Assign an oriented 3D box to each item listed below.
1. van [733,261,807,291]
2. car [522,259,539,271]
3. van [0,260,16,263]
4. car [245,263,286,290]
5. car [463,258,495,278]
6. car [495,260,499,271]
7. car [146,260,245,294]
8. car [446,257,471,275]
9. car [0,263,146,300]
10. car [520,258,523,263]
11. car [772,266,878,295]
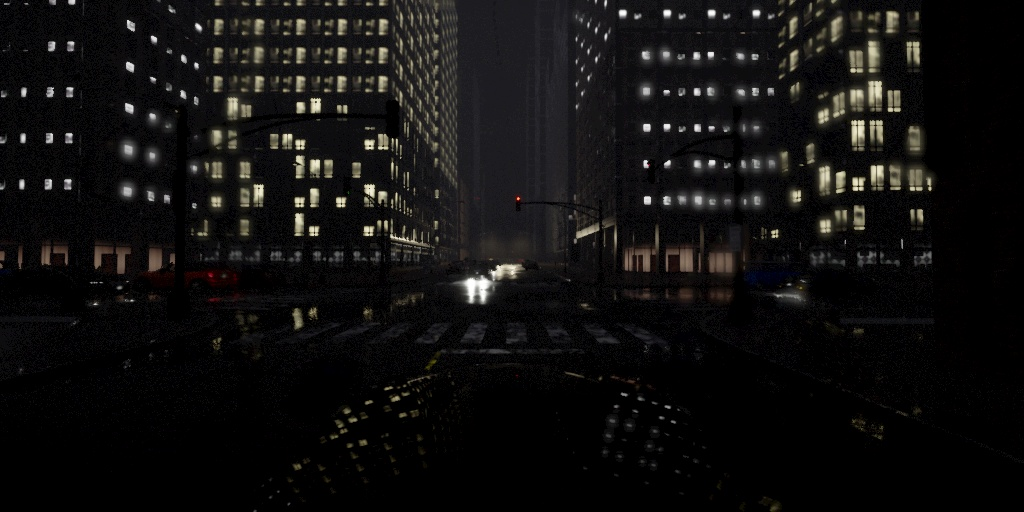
[{"bbox_3d":[15.983,1.210,22.155,3.998,1.789,1.690,0,0,0],"label":"van"},{"bbox_3d":[2.693,1.349,48.878,1.802,1.307,4.207,0,0,0],"label":"car"},{"bbox_3d":[-33.437,1.131,22.270,3.998,1.789,1.690,0,0,0],"label":"van"},{"bbox_3d":[-16.491,1.254,22.231,4.097,1.591,1.967,0,0,0],"label":"car"},{"bbox_3d":[-3.096,1.253,34.366,2.128,1.511,4.902,0,0,0],"label":"car"},{"bbox_3d":[-3.093,1.292,47.929,1.812,1.442,4.674,0,0,0],"label":"car"},{"bbox_3d":[-17.794,1.113,19.601,4.553,1.767,2.097,0,-1,1],"label":"car"},{"bbox_3d":[-5.688,1.202,37.667,1.967,1.591,4.097,0,0,0],"label":"car"},{"bbox_3d":[-20.469,1.187,16.466,4.902,1.511,2.128,0,-1,0],"label":"car"},{"bbox_3d":[2.695,1.296,60.204,1.751,1.417,4.829,0,0,0],"label":"car"},{"bbox_3d":[17.167,1.385,19.575,4.181,1.385,1.994,0,-1,0],"label":"car"}]
